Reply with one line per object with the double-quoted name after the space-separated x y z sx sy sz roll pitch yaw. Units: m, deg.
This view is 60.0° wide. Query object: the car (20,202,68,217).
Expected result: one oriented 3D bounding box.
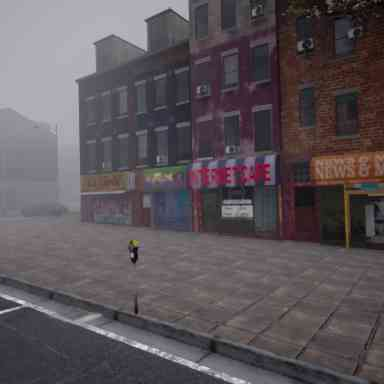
-14.115 1.628 31.938 1.994 1.385 4.181 -2 -1 36 "car"
